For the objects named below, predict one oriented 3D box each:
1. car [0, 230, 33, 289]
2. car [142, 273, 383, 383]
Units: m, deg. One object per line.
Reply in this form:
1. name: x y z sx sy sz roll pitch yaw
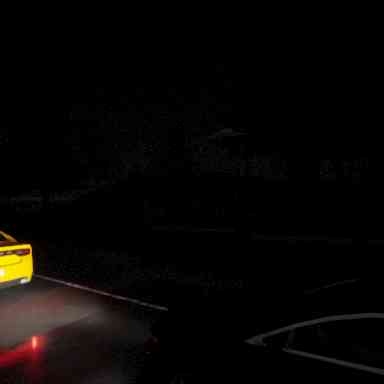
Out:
1. car: -5.867 1.466 8.023 5.008 1.535 1.882 0 0 35
2. car: 1.732 1.492 2.772 4.902 1.511 2.128 0 0 35
